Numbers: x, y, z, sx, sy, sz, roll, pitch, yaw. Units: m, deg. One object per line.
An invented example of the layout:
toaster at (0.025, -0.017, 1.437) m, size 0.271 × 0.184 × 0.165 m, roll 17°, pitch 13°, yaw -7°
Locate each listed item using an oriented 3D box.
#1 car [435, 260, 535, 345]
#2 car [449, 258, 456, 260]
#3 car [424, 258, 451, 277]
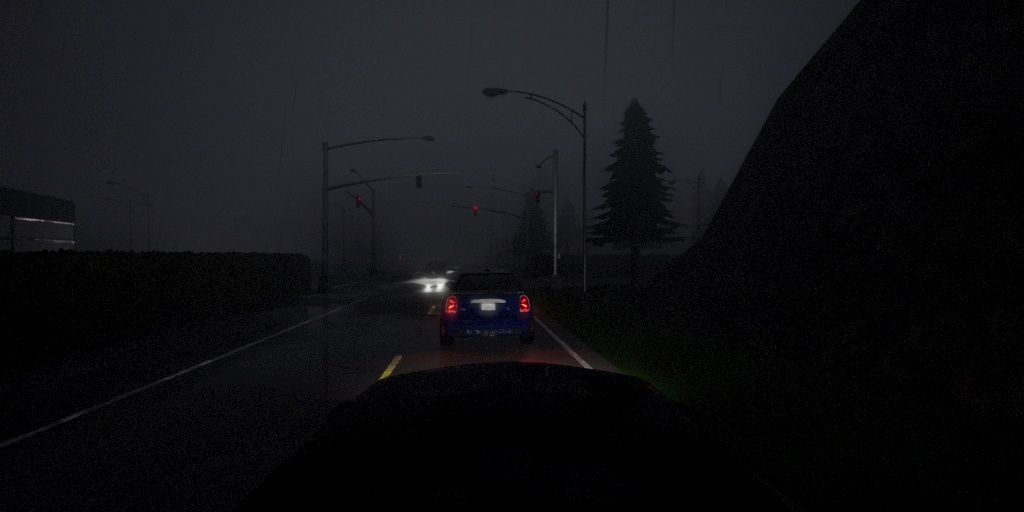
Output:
car at (-0.737, 1.102, 9.753) m, size 2.097 × 1.767 × 4.553 m, roll 0°, pitch 0°, yaw -6°
car at (-9.004, 1.314, 48.402) m, size 1.994 × 1.385 × 4.181 m, roll 0°, pitch 0°, yaw -7°
car at (-7.410, 1.242, 34.936) m, size 2.128 × 1.511 × 4.902 m, roll 0°, pitch 0°, yaw -7°
